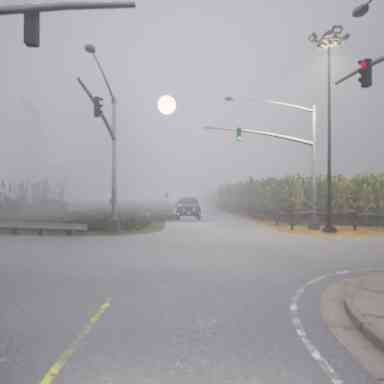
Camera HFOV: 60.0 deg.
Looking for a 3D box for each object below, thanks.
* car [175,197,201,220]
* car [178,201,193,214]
[{"bbox_3d":[-0.400,1.482,31.239,2.150,2.045,5.566,0,0,-3],"label":"car"},{"bbox_3d":[-0.873,1.858,41.100,1.812,1.442,4.674,0,0,-3],"label":"car"}]
